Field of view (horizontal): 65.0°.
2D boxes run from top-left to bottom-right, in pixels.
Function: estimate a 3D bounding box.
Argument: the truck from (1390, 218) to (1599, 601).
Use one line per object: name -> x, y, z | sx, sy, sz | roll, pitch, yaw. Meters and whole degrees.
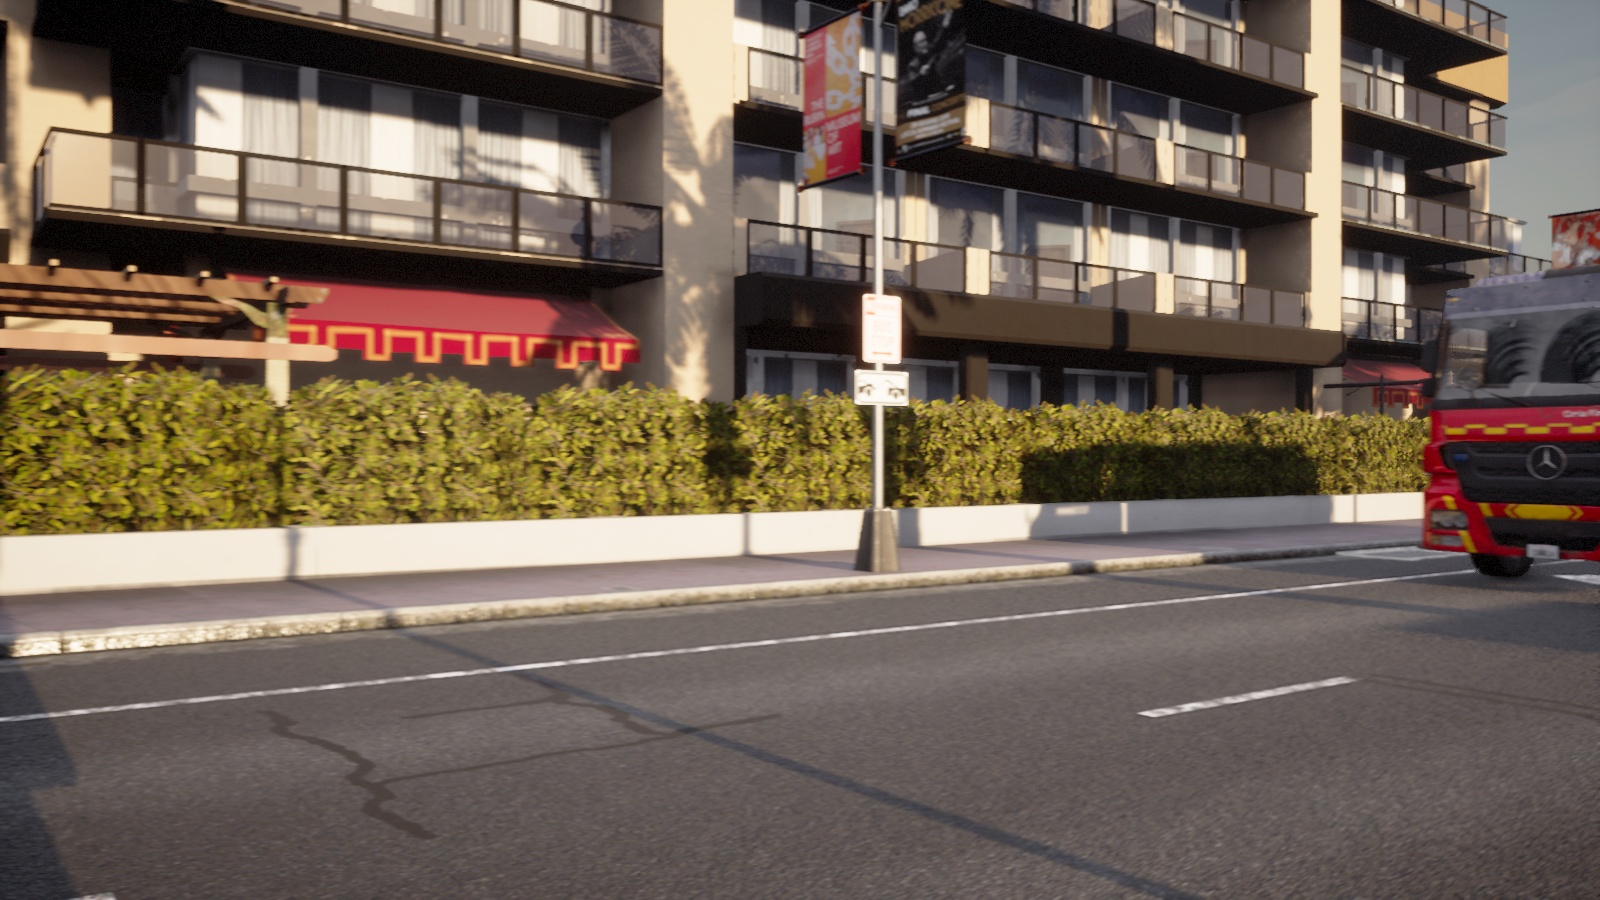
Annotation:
truck -> 11.023, -0.405, 15.590 | 8.468, 3.827, 2.891 | 0, 0, -35
